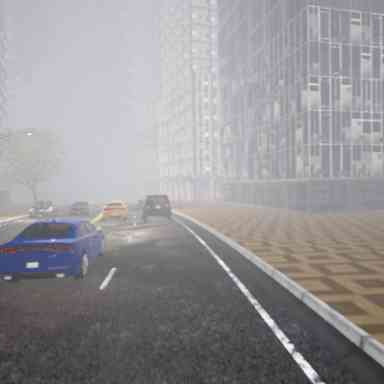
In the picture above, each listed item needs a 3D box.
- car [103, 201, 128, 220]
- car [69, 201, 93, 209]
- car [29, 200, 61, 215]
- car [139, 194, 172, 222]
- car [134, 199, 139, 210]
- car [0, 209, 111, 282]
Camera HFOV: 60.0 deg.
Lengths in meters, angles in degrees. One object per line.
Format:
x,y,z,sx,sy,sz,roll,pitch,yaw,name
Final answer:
-6.478,1.534,28.290,1.882,1.535,5.008,-1,0,-10,car
-10.795,1.617,32.531,1.882,1.535,5.008,-1,0,-12,car
-13.994,1.565,31.927,2.097,1.767,4.553,-1,0,-12,car
-2.920,1.204,26.838,2.150,2.045,5.566,-1,0,-10,car
-6.368,1.531,43.210,1.812,1.442,4.674,-1,0,-14,car
-3.910,1.530,10.117,1.882,1.535,5.008,-1,0,-6,car
